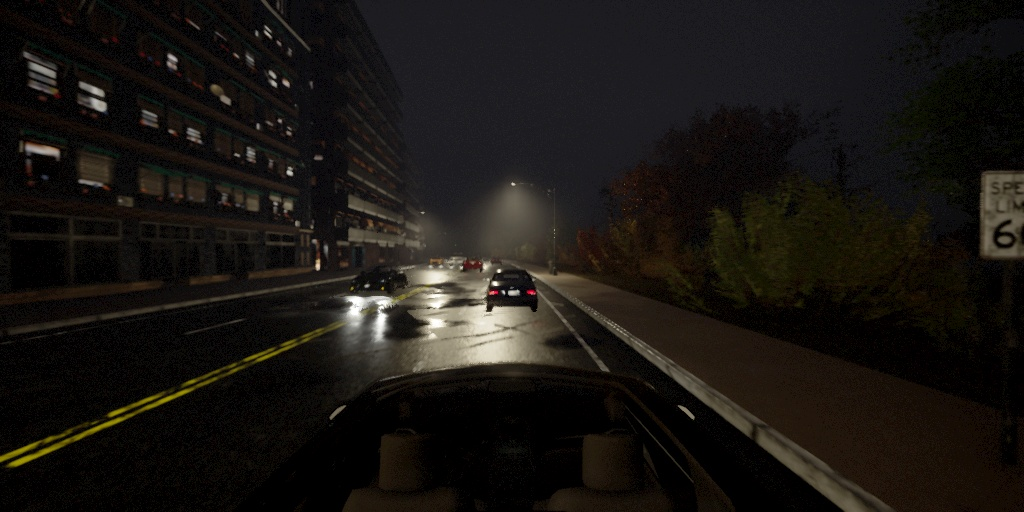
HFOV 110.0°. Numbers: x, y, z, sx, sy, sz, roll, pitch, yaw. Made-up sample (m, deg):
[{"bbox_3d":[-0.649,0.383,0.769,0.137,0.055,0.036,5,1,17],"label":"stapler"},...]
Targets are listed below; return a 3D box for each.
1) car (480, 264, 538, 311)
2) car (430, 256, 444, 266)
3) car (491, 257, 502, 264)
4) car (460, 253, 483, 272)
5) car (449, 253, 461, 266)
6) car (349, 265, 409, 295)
[{"bbox_3d":[-0.035,1.203,13.941,2.033,1.411,5.357,0,0,-1],"label":"car"},{"bbox_3d":[-12.288,0.786,58.939,1.882,1.535,5.008,0,0,-4],"label":"car"},{"bbox_3d":[-2.857,0.795,64.273,2.033,1.411,5.357,0,0,-6],"label":"car"},{"bbox_3d":[-4.323,0.802,40.441,2.097,1.767,4.553,0,0,-3],"label":"car"},{"bbox_3d":[-9.045,0.522,59.240,2.150,2.045,5.566,0,0,-4],"label":"car"},{"bbox_3d":[-6.830,1.189,18.798,1.994,1.385,4.181,0,0,-1],"label":"car"}]
